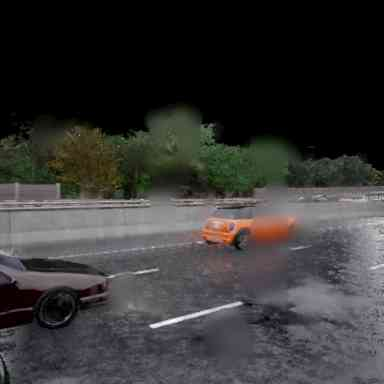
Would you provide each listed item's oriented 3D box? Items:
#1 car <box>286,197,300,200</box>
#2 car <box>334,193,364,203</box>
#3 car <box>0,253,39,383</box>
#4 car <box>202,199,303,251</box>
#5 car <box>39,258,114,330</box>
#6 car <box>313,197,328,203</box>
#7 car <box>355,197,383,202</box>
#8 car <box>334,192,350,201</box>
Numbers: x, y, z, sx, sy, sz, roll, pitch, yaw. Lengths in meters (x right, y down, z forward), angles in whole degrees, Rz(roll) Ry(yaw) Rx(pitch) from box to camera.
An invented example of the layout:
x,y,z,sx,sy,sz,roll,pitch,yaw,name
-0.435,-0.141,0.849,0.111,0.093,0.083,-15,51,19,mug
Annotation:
x,y,z,sx,sy,sz,roll,pitch,yaw,name
17.265,1.646,57.667,2.128,1.511,4.902,1,0,40,car
24.901,1.489,51.916,5.566,2.045,2.150,1,0,-35,car
-3.784,1.215,1.167,5.566,2.045,2.150,0,0,-36,car
2.710,1.360,14.307,4.553,1.767,2.097,0,0,-36,car
-4.039,1.542,5.167,5.357,1.411,2.033,0,0,-36,car
27.083,1.669,70.074,1.994,1.385,4.181,1,1,38,car
26.918,1.819,49.062,5.357,1.411,2.033,1,-1,-35,car
37.090,1.189,82.295,2.150,2.045,5.566,1,1,40,car
